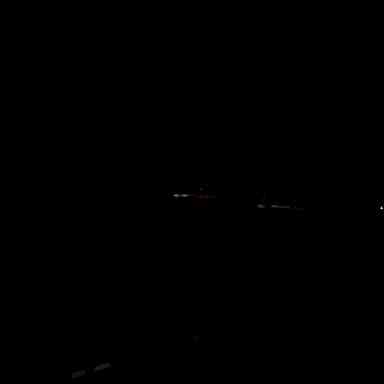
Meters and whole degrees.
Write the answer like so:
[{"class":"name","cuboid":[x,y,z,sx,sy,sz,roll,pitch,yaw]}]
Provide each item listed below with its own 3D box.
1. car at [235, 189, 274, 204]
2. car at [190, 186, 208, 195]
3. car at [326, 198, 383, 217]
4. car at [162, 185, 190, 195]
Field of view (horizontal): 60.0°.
[{"class":"car","cuboid":[6.643,0.427,35.666,1.882,1.535,5.008,2,2,-29]},{"class":"car","cuboid":[0.773,-0.271,53.427,2.128,1.511,4.902,2,2,-28]},{"class":"car","cuboid":[12.439,1.086,24.673,1.895,1.301,4.718,2,2,-27]},{"class":"car","cuboid":[-2.657,-0.400,53.317,1.837,1.490,4.892,2,1,-28]}]
